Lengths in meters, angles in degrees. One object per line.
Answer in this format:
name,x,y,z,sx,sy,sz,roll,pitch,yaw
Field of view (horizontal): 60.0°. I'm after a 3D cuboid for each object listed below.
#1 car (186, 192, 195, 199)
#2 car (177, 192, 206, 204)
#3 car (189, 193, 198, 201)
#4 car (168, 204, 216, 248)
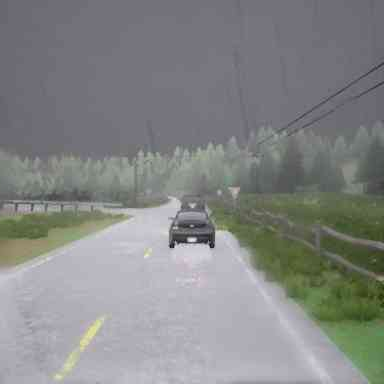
car,-0.472,1.055,95.561,2.150,2.045,5.566,0,0,-5
car,0.082,1.255,29.662,2.150,2.045,5.566,0,0,1
car,0.307,1.237,81.697,2.097,1.767,4.553,0,0,-2
car,0.000,1.513,14.650,1.837,1.490,4.892,0,0,0
